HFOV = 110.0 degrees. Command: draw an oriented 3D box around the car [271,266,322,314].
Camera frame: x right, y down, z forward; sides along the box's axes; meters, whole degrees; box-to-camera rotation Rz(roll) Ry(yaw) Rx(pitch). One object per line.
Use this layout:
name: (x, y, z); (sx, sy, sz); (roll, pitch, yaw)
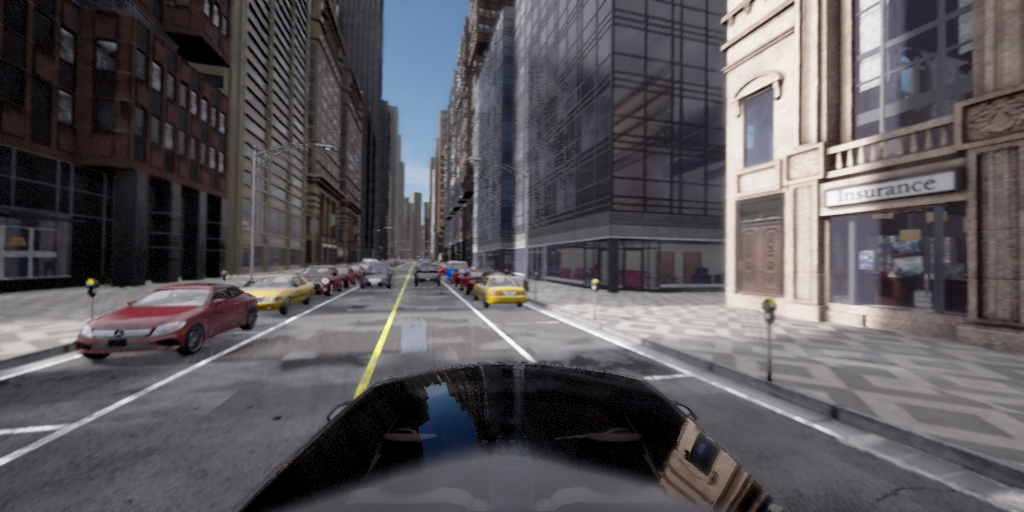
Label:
car: (-8.846, 1.280, 13.531); (1.751, 1.417, 4.829); (0, 0, -15)

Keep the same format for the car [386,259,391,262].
car: (-19.023, 1.466, 51.575); (1.967, 1.591, 4.097); (0, 0, -15)

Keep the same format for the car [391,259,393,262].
car: (-20.471, 1.631, 56.986); (1.948, 1.339, 4.313); (0, 0, -15)

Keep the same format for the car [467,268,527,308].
car: (-0.701, 1.421, 16.070); (1.751, 1.417, 4.829); (0, 0, -15)

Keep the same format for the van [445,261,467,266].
van: (-5.000, 1.353, 32.140); (1.690, 1.789, 3.998); (0, 0, -15)

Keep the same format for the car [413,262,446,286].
car: (-6.409, 1.429, 27.086); (2.128, 1.511, 4.902); (1, -1, -15)

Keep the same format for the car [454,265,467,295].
car: (-2.105, 1.479, 21.317); (1.888, 1.381, 4.507); (0, 0, -15)

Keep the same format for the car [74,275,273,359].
car: (-7.442, 1.298, 8.284); (1.802, 1.307, 4.207); (0, 0, -15)

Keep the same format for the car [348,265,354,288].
car: (-11.785, 1.377, 24.518); (1.888, 1.381, 4.507); (0, 0, -15)

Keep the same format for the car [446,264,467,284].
car: (-3.552, 1.518, 26.729); (1.888, 1.381, 4.507); (0, 0, -15)

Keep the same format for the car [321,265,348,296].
car: (-10.337, 1.233, 19.107); (1.967, 1.591, 4.097); (0, 0, -15)

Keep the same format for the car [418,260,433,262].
car: (-9.775, 1.532, 39.626); (1.837, 1.490, 4.892); (1, 0, -15)

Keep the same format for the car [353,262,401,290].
car: (-8.746, 1.356, 23.573); (2.128, 1.511, 4.902); (1, -1, -15)

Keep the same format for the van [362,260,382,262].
van: (-16.128, 1.289, 40.753); (1.690, 1.789, 3.998); (0, 0, -15)
